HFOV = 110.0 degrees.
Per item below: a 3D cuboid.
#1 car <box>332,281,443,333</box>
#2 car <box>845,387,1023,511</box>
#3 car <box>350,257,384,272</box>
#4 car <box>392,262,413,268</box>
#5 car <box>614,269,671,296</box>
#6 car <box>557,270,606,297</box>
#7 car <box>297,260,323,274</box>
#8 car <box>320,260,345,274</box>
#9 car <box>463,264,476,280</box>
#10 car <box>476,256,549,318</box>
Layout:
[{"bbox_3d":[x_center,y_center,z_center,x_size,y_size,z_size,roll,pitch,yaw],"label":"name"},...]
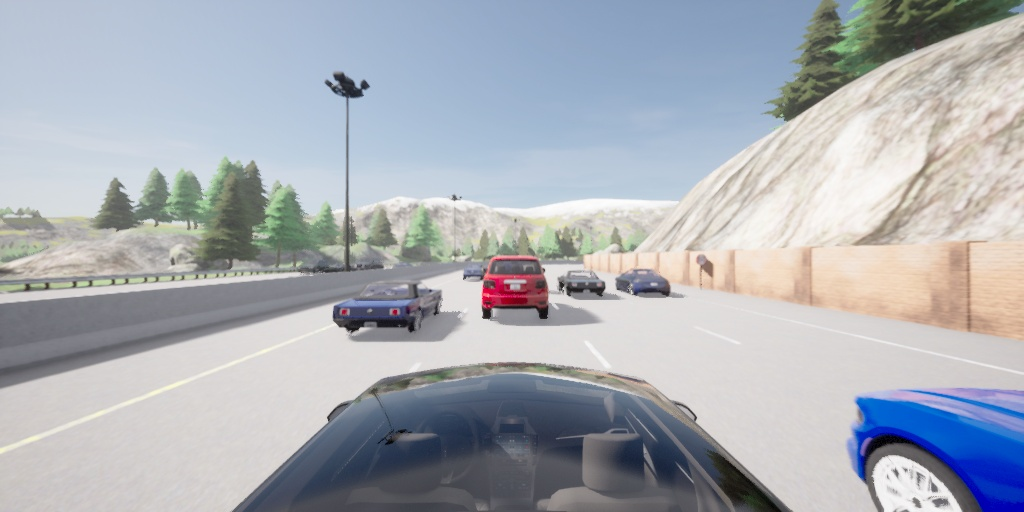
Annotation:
[{"bbox_3d":[-3.400,1.389,10.870,1.895,1.301,4.718,0,0,0],"label":"car"},{"bbox_3d":[3.600,1.224,0.772,1.882,1.535,5.008,0,0,0],"label":"car"},{"bbox_3d":[-17.586,1.148,43.988,2.150,2.045,5.566,0,0,0],"label":"car"},{"bbox_3d":[-14.079,1.501,46.389,1.994,1.385,4.181,0,0,0],"label":"car"},{"bbox_3d":[7.101,1.389,19.923,1.994,1.385,4.181,0,0,0],"label":"car"},{"bbox_3d":[3.601,1.424,19.481,1.895,1.301,4.718,0,0,0],"label":"car"},{"bbox_3d":[-24.572,1.281,44.588,2.097,1.767,4.553,0,0,0],"label":"car"},{"bbox_3d":[-21.079,1.528,44.101,1.895,1.301,4.718,0,0,0],"label":"car"},{"bbox_3d":[-3.398,1.428,33.251,2.033,1.411,5.357,0,0,0],"label":"car"},{"bbox_3d":[0.100,1.020,13.297,2.150,2.045,5.566,0,0,0],"label":"car"}]
